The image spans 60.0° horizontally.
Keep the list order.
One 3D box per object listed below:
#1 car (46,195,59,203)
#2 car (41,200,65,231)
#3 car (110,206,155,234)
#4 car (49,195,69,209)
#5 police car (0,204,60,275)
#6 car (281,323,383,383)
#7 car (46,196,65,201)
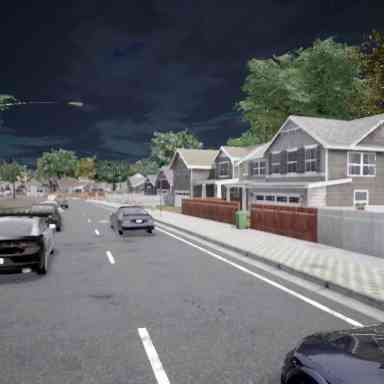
[{"bbox_3d":[-25.844,1.269,61.496,1.812,1.442,4.674,0,0,-27],"label":"car"},{"bbox_3d":[-8.653,1.457,19.534,1.837,1.490,4.892,0,0,-20],"label":"car"},{"bbox_3d":[-3.498,1.503,18.893,2.033,1.411,5.357,0,0,-20],"label":"car"},{"bbox_3d":[-16.862,1.396,42.578,2.033,1.411,5.357,0,0,-24],"label":"car"},{"bbox_3d":[-5.343,1.407,10.195,1.930,1.638,5.238,0,0,-19],"label":"police car"},{"bbox_3d":[2.242,1.562,1.724,1.994,1.385,4.181,0,0,-17],"label":"car"},{"bbox_3d":[-10.850,1.383,25.333,1.801,1.575,5.366,0,0,-21],"label":"car"}]
